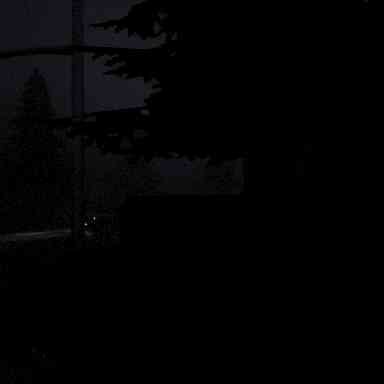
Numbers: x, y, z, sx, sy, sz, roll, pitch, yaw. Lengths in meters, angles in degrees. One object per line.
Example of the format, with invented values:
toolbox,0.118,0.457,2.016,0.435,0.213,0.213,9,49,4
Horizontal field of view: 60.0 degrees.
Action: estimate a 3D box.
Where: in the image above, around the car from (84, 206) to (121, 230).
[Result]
car,-4.971,1.586,21.363,1.895,1.301,4.718,0,0,36
